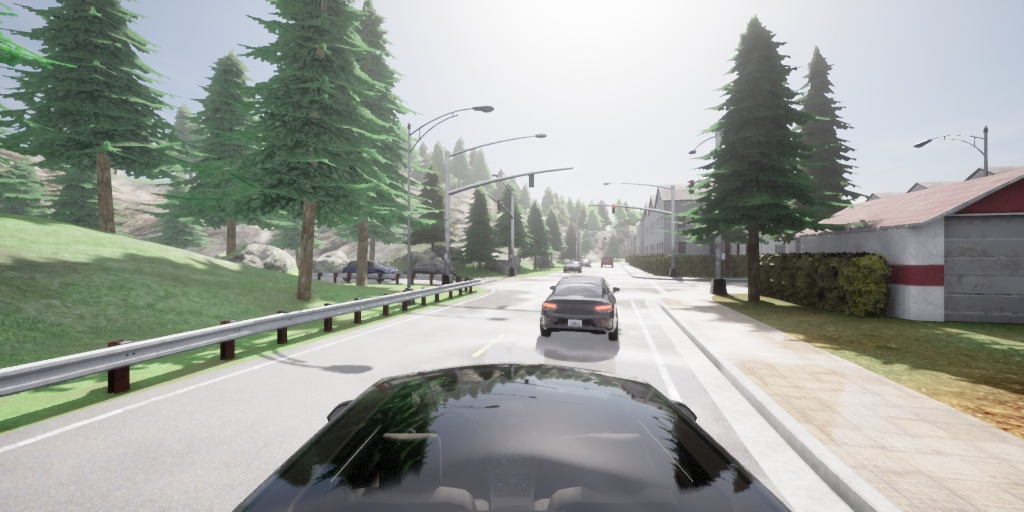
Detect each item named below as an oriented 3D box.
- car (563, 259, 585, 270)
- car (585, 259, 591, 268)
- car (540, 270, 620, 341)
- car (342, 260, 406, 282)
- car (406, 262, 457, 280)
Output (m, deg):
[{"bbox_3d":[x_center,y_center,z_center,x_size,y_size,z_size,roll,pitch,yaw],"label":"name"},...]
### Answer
[{"bbox_3d":[7.363,1.314,43.195,1.994,1.385,4.181,0,0,16],"label":"car"},{"bbox_3d":[12.288,1.242,60.708,2.128,1.511,4.902,0,0,16],"label":"car"},{"bbox_3d":[1.960,1.276,9.924,1.812,1.442,4.674,0,0,15],"label":"car"},{"bbox_3d":[-11.349,1.117,29.000,4.553,1.767,2.097,0,0,15],"label":"car"},{"bbox_3d":[-7.293,1.257,31.522,4.902,1.511,2.128,0,0,17],"label":"car"}]
